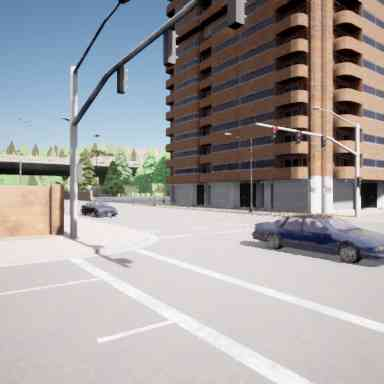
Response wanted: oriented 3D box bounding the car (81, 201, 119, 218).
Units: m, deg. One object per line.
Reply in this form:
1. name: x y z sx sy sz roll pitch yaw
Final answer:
1. car: -8.579 1.548 30.498 2.033 1.411 5.357 0 0 -36

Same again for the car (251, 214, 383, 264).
1. car: 4.610 1.548 12.194 2.033 1.411 5.357 0 0 -36
